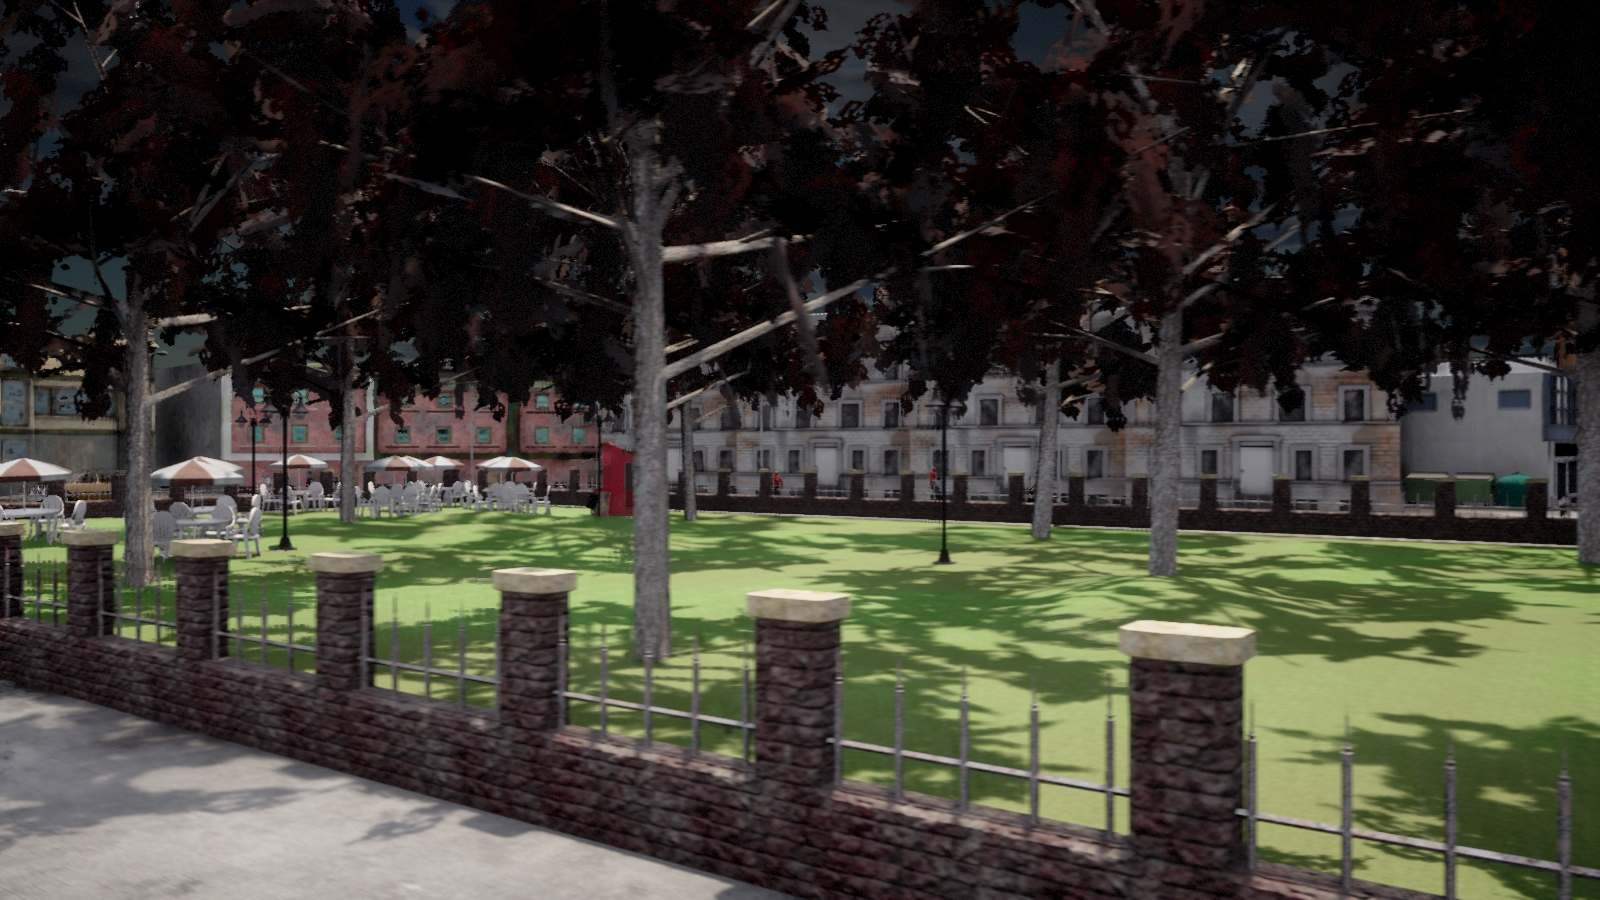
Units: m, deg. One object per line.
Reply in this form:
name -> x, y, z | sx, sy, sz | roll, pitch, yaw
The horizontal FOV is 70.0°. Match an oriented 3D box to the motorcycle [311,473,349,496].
motorcycle -> -26.905, 1.966, 65.446 | 0.856, 1.236, 1.805 | 1, 1, 41

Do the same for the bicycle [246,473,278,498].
bicycle -> -29.280, 1.939, 62.197 | 0.373, 1.296, 1.643 | 0, 0, 36

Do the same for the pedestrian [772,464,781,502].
pedestrian -> -1.149, 1.630, 56.028 | 0.375, 1.860, 0.375 | 0, 0, 12

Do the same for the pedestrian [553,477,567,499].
pedestrian -> -12.133, 1.905, 57.823 | 0.500, 1.100, 0.500 | 0, 0, 33

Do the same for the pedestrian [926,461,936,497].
pedestrian -> 6.921, 1.526, 60.196 | 0.375, 1.860, 0.375 | 0, 0, 38
